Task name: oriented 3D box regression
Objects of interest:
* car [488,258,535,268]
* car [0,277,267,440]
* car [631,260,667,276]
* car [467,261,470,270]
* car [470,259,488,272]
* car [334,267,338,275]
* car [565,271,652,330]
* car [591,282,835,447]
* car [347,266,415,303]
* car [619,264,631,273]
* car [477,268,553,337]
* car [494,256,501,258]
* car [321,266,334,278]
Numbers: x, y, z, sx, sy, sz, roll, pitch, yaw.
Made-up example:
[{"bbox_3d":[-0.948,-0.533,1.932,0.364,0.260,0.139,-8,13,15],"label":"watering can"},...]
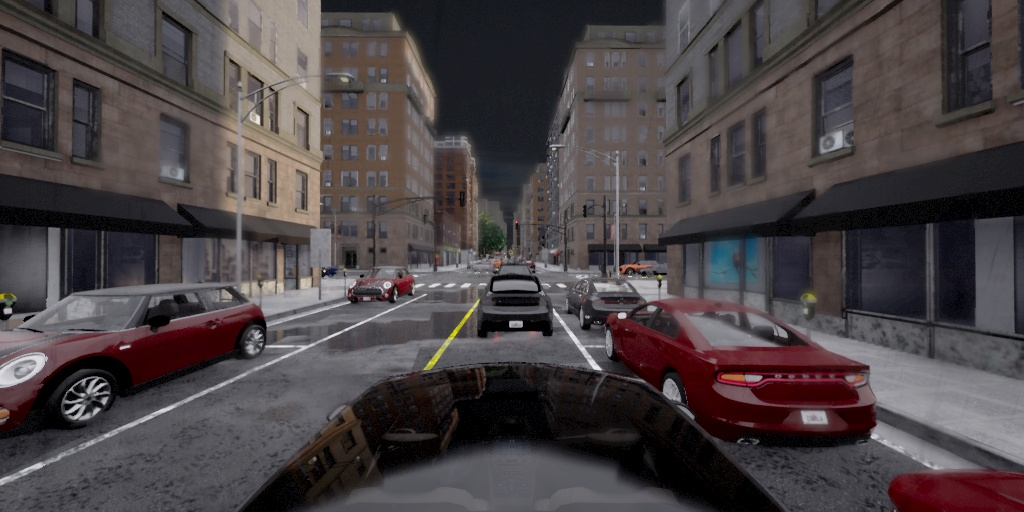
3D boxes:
[{"bbox_3d":[0.120,1.106,17.728,2.097,1.767,4.553,0,0,0],"label":"car"},{"bbox_3d":[-5.852,1.190,5.404,1.967,1.591,4.097,0,0,0],"label":"car"},{"bbox_3d":[15.189,1.392,36.004,5.357,1.411,2.033,0,0,0],"label":"car"},{"bbox_3d":[-5.909,1.341,54.751,2.007,1.370,4.403,0,0,0],"label":"car"},{"bbox_3d":[-3.617,1.378,45.569,1.895,1.301,4.718,0,0,6],"label":"car"},{"bbox_3d":[-18.410,1.147,32.413,5.008,1.535,1.882,0,0,0],"label":"car"},{"bbox_3d":[2.683,1.302,10.889,2.007,1.370,4.403,0,0,0],"label":"car"},{"bbox_3d":[2.675,1.295,5.398,1.888,1.381,4.507,0,0,0],"label":"car"},{"bbox_3d":[-5.835,1.193,16.390,1.967,1.591,4.097,0,0,0],"label":"car"},{"bbox_3d":[14.024,1.218,39.266,4.553,1.767,2.097,0,0,0],"label":"car"},{"bbox_3d":[0.056,1.257,10.314,1.837,1.490,4.892,0,0,-1],"label":"car"},{"bbox_3d":[-3.157,1.148,57.893,2.097,1.767,4.553,0,0,0],"label":"car"},{"bbox_3d":[-18.021,0.866,29.159,5.566,2.045,2.150,0,0,0],"label":"car"}]
